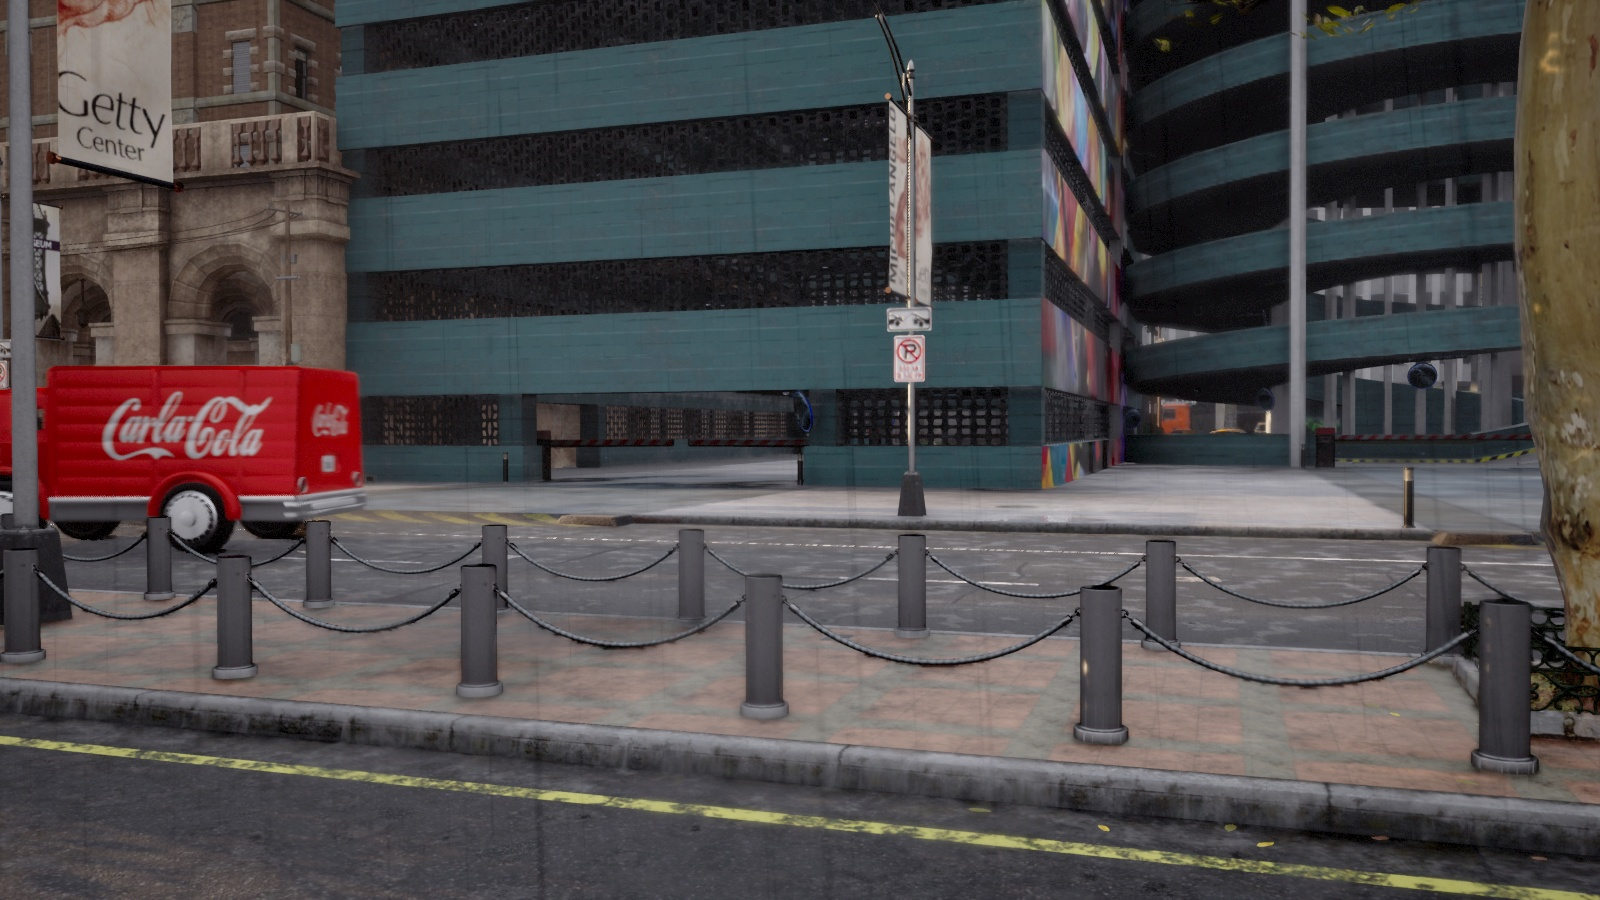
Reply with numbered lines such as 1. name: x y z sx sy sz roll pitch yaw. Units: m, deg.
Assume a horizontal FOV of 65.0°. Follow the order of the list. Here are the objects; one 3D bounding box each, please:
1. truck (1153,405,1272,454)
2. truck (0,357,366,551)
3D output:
1. truck: 29.867 -1.499 90.921 7.936 3.462 2.891 1 1 23
2. truck: -9.091 0.026 17.433 5.204 2.467 2.627 0 1 2
